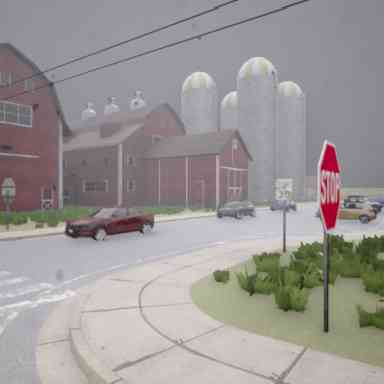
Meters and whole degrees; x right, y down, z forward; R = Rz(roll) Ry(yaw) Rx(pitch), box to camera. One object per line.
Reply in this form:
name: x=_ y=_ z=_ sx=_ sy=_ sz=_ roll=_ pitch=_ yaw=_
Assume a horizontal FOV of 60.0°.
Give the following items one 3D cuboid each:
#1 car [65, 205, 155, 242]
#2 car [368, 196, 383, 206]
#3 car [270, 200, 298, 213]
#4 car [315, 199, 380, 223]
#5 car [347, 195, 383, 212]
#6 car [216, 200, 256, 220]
car: x=-4.000 y=1.477 z=16.915 sx=1.882 sy=1.535 sz=5.008 roll=0 pitch=0 yaw=34
car: x=32.584 y=1.480 z=56.330 sx=4.611 sy=1.667 sz=2.242 roll=0 pitch=0 yaw=35
car: x=10.521 y=1.525 z=38.000 sx=1.812 sy=1.442 sz=4.674 roll=0 pitch=0 yaw=35
car: x=11.522 y=1.505 z=25.072 sx=4.193 sy=1.474 sz=1.816 roll=0 pitch=0 yaw=35
car: x=18.757 y=1.313 z=36.462 sx=3.866 sy=1.878 sz=1.905 roll=0 pitch=0 yaw=35
car: x=3.850 y=1.506 z=28.325 sx=1.837 sy=1.490 sz=4.892 roll=0 pitch=0 yaw=34
